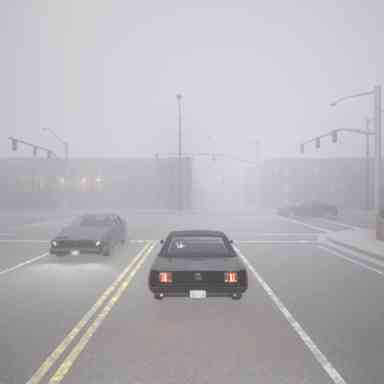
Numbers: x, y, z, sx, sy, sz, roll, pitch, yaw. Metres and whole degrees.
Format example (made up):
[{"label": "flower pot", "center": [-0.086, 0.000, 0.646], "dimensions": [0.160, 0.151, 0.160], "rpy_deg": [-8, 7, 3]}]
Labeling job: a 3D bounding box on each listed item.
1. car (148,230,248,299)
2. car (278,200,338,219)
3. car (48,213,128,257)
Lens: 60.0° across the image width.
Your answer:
[{"label": "car", "center": [0.117, 1.601, 8.370], "dimensions": [1.895, 1.301, 4.718], "rpy_deg": [0, 0, 0]}, {"label": "car", "center": [9.968, 1.478, 28.773], "dimensions": [5.008, 1.535, 1.882], "rpy_deg": [0, 0, 0]}, {"label": "car", "center": [-3.781, 1.547, 13.187], "dimensions": [2.033, 1.411, 5.357], "rpy_deg": [0, 0, -2]}]
